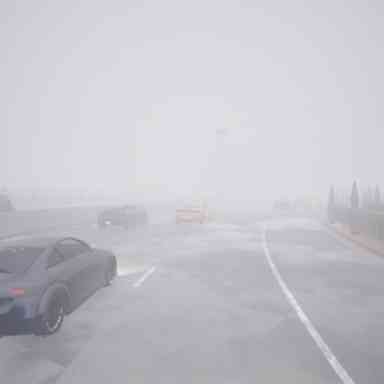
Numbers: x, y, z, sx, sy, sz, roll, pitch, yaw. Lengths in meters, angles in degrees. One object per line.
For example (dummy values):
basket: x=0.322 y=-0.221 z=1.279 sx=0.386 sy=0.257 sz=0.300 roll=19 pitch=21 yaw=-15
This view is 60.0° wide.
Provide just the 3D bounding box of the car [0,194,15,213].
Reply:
car: x=-12.184 y=1.149 z=18.030 sx=2.150 sy=2.045 sz=5.566 roll=0 pitch=0 yaw=11

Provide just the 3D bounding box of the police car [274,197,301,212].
police car: x=11.090 y=1.462 z=39.341 sx=1.930 sy=1.638 sz=5.238 roll=0 pitch=0 yaw=28

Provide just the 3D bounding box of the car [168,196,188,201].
car: x=-2.484 y=1.450 z=59.376 sx=2.128 sy=1.511 sz=4.902 roll=0 pitch=0 yaw=34

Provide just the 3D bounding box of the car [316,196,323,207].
car: x=18.689 y=1.420 z=51.266 sx=2.097 sy=1.767 sz=4.553 roll=0 pitch=0 yaw=35

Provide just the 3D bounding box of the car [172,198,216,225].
car: x=0.273 y=1.467 z=24.118 sx=1.882 sy=1.535 sz=5.008 roll=0 pitch=0 yaw=15

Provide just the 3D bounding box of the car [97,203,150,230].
car: x=-4.181 y=1.473 z=20.971 sx=1.837 sy=1.490 sz=4.892 roll=0 pitch=0 yaw=13

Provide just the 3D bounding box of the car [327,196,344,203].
car: x=28.989 y=1.485 z=67.895 sx=1.837 sy=1.490 sz=4.892 roll=0 pitch=0 yaw=35

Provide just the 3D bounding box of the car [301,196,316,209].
car: x=15.476 y=1.533 z=46.675 sx=1.882 sy=1.535 sz=5.008 roll=0 pitch=0 yaw=34

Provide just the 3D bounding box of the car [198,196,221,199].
car: x=3.563 y=1.481 z=55.867 sx=2.128 sy=1.511 sz=4.902 roll=0 pitch=0 yaw=34

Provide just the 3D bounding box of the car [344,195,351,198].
car: x=37.759 y=1.516 z=80.293 sx=1.837 sy=1.490 sz=4.892 roll=0 pitch=0 yaw=35

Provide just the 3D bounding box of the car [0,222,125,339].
car: x=-2.961 y=1.545 z=6.666 sx=1.994 sy=1.385 sz=4.181 roll=0 pitch=0 yaw=4
